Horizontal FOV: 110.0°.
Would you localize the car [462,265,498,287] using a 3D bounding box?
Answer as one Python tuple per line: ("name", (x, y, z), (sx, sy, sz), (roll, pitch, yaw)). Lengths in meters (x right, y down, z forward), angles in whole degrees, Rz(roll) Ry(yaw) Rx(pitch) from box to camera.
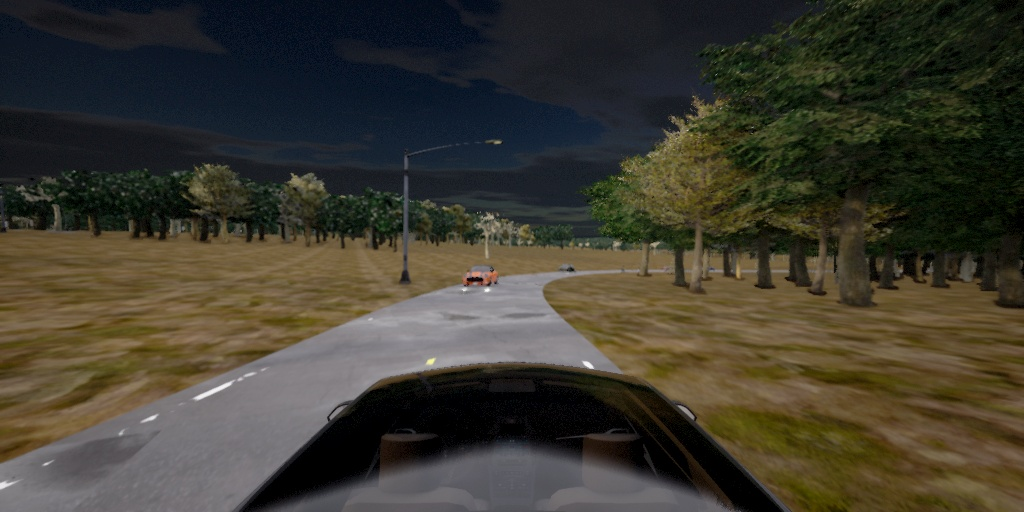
("car", (-2.429, 1.475, 28.438), (2.097, 1.767, 4.553), (0, -1, 7))
